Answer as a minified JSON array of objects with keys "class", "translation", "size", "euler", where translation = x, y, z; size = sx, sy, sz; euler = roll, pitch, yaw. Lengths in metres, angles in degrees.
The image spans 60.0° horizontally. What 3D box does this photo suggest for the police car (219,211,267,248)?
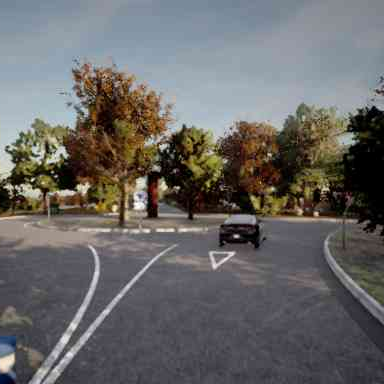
[{"class":"police car","translation":[2.777,1.829,17.326],"size":[1.930,1.638,5.238],"euler":[0,-1,18]}]
